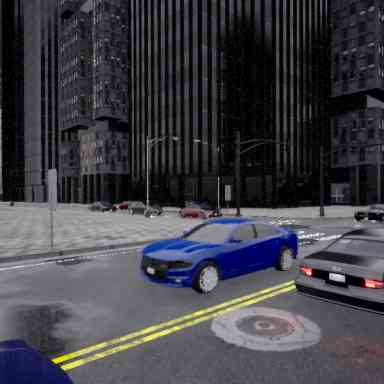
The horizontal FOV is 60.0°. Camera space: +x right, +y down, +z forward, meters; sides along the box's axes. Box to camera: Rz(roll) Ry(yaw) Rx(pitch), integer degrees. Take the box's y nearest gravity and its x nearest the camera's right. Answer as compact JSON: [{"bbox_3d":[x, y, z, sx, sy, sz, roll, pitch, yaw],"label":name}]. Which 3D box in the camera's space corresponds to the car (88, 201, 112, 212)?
[{"bbox_3d":[-11.945,1.929,44.087,2.033,1.411,5.357,0,0,-42],"label":"car"}]

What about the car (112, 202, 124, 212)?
[{"bbox_3d":[-8.340,1.824,44.840,1.882,1.535,5.008,0,0,-42],"label":"car"}]

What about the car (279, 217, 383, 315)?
[{"bbox_3d":[4.412,1.547,7.508,5.357,1.411,2.033,0,0,-42],"label":"car"}]

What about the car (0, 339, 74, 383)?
[{"bbox_3d":[-2.676,1.601,1.154,4.718,1.301,1.895,0,0,-42],"label":"car"}]

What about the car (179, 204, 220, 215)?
[{"bbox_3d":[0.697,1.750,29.944,1.994,1.385,4.181,0,0,-43],"label":"car"}]

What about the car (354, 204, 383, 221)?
[{"bbox_3d":[14.054,1.607,25.152,4.718,1.301,1.895,0,0,-42],"label":"car"}]

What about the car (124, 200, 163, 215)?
[{"bbox_3d":[-5.151,1.781,36.486,1.837,1.490,4.892,0,0,-42],"label":"car"}]

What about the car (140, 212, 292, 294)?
[{"bbox_3d":[0.948,1.477,9.036,5.008,1.535,1.882,0,0,-42],"label":"car"}]
